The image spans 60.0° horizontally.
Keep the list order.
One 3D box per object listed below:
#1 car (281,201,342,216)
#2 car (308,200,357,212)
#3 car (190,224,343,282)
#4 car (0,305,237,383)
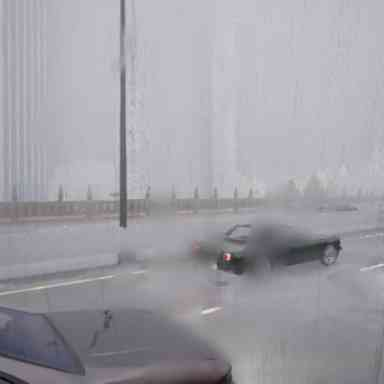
[{"bbox_3d":[7.892,1.525,22.521,4.181,1.385,1.994,0,0,-35],"label":"car"},{"bbox_3d":[13.042,1.554,30.497,4.718,1.301,1.895,0,0,-35],"label":"car"},{"bbox_3d":[2.349,1.582,9.723,4.718,1.301,1.895,0,0,-36],"label":"car"},{"bbox_3d":[-2.159,1.548,2.207,5.357,1.411,2.033,0,0,-36],"label":"car"}]
